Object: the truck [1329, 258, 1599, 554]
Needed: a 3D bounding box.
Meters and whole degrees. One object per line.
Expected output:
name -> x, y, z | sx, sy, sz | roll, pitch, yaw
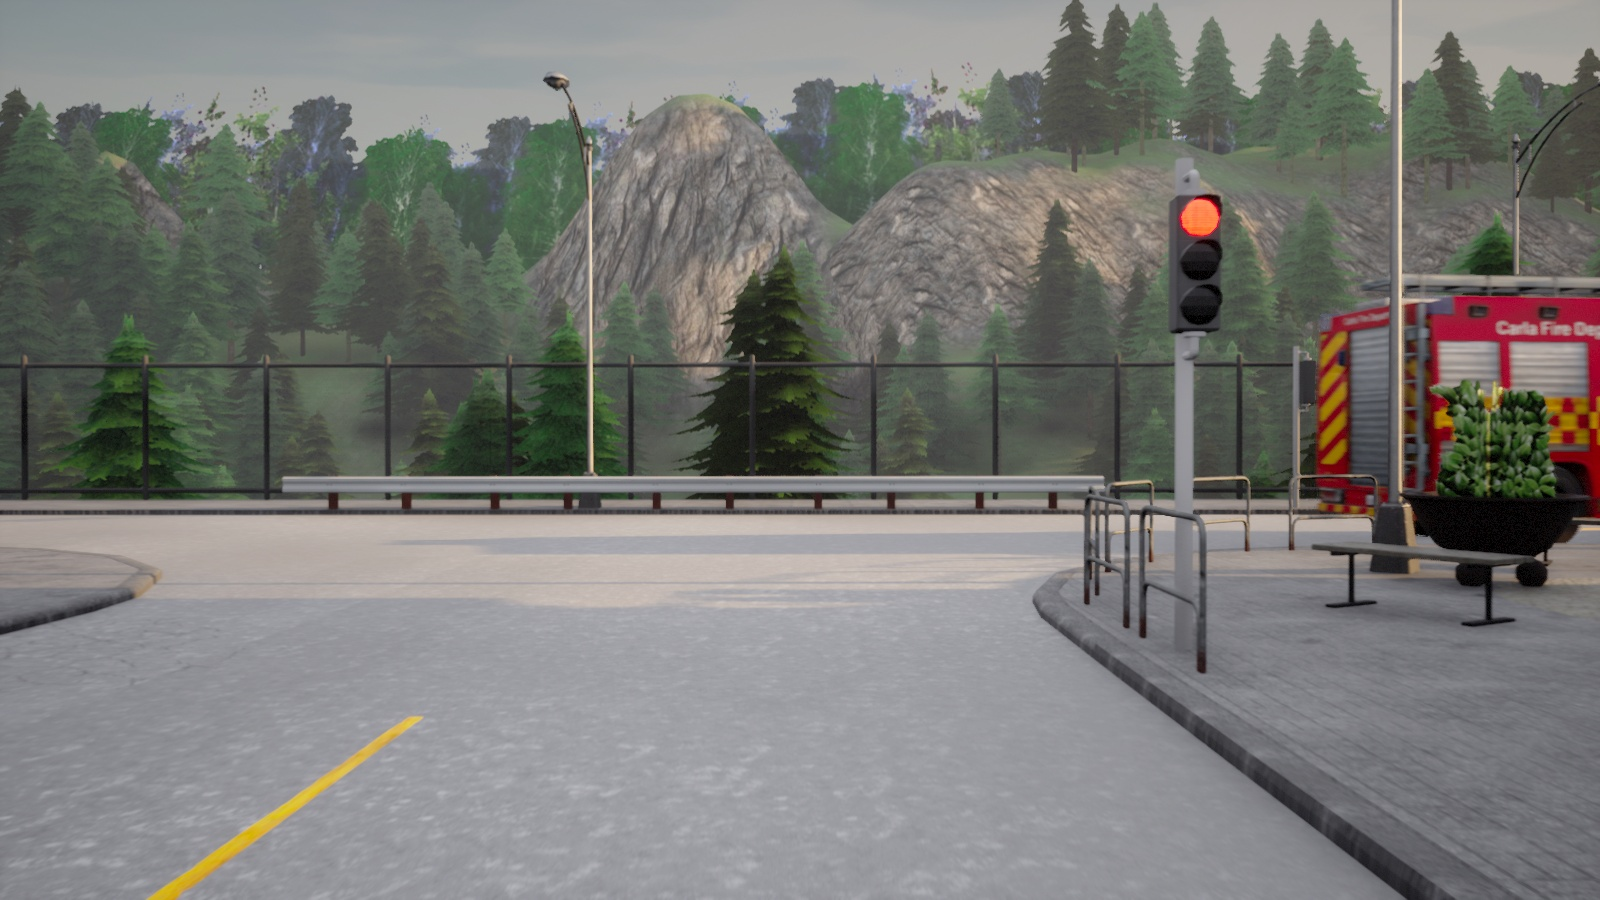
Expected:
truck -> 12.447, -0.583, 18.243 | 8.468, 3.827, 2.891 | 0, 0, -7
